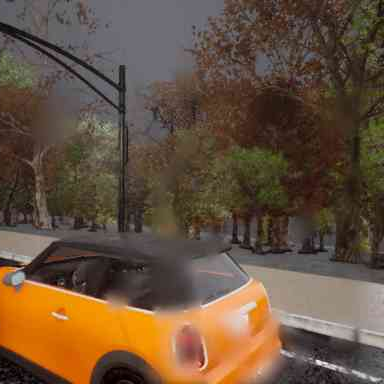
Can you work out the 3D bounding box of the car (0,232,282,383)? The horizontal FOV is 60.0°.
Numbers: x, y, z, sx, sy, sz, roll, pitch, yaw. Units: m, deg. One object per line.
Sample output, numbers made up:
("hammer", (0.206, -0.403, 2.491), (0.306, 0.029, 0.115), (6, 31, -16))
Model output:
("car", (-1.231, 1.351, 4.574), (4.553, 1.767, 2.097), (0, 0, 36))
